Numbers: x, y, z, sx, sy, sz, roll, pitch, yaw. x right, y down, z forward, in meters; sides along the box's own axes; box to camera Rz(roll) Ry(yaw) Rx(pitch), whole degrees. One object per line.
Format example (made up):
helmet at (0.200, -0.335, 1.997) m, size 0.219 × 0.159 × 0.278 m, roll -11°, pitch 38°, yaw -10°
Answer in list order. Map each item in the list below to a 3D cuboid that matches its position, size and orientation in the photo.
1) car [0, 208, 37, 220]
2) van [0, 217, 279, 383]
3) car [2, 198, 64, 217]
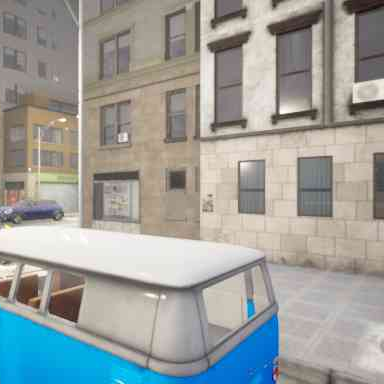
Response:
car at (-5.606, 1.312, 6.729) m, size 5.009 × 1.841 × 2.192 m, roll 0°, pitch 0°, yaw 35°
van at (-1.089, 1.340, 3.570) m, size 3.998 × 1.788 × 1.690 m, roll 0°, pitch 0°, yaw 35°
car at (-11.687, 1.278, 23.983) m, size 2.097 × 1.767 × 4.553 m, roll 0°, pitch 0°, yaw 35°
